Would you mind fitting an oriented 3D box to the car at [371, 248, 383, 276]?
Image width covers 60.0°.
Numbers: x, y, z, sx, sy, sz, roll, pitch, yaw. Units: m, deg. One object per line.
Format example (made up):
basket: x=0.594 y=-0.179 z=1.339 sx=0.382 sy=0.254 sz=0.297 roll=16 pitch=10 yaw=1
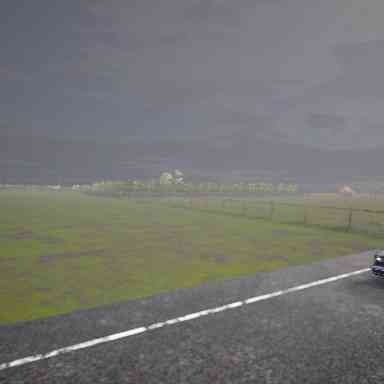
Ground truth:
car: x=7.011 y=1.554 z=8.993 sx=5.357 sy=1.411 sz=2.033 roll=0 pitch=0 yaw=-36
